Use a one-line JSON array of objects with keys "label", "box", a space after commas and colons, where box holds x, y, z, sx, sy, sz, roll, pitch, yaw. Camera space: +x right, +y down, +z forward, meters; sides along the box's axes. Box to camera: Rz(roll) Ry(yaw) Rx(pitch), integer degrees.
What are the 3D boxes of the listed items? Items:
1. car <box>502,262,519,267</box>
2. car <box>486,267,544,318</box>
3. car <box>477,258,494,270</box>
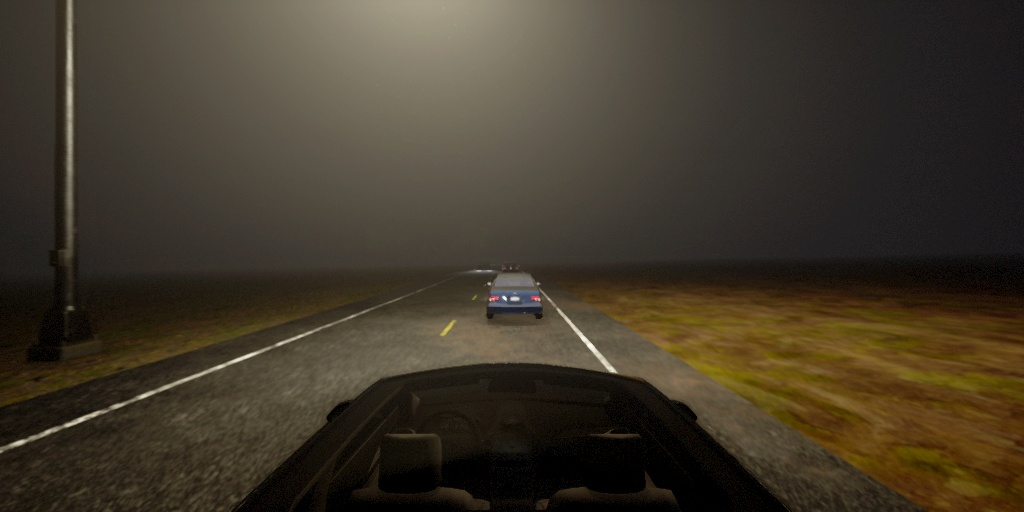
[{"label": "car", "box": [-0.158, 1.315, 39.053, 2.033, 1.411, 5.357, 0, 0, -1]}, {"label": "car", "box": [0.072, 1.297, 12.941, 2.033, 1.411, 5.357, 0, 0, 0]}, {"label": "car", "box": [-4.052, 1.386, 52.860, 1.895, 1.301, 4.718, 0, 0, -1]}]
